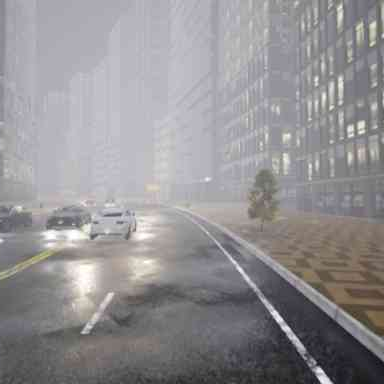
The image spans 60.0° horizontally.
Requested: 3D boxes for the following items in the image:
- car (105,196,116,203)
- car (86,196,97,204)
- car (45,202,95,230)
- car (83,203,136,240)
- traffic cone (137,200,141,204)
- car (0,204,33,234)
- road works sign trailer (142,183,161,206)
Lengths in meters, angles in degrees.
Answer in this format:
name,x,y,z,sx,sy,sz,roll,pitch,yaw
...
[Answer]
name,x,y,z,sx,sy,sz,roll,pitch,yaw
car,-14.969,1.432,60.898,2.128,1.511,4.902,0,0,-15
car,-18.065,1.405,59.908,1.882,1.535,5.008,0,0,-15
car,-7.744,1.547,21.136,1.994,1.385,4.181,0,0,-6
car,-3.913,1.513,16.945,1.812,1.442,4.674,0,0,-4
traffic cone,-9.289,1.913,59.764,0.340,0.580,0.340,0,0,-14
car,-10.813,1.476,19.120,2.128,1.511,4.902,0,0,-5
road works sign trailer,-6.219,0.431,53.322,2.380,3.560,2.880,0,0,-14
